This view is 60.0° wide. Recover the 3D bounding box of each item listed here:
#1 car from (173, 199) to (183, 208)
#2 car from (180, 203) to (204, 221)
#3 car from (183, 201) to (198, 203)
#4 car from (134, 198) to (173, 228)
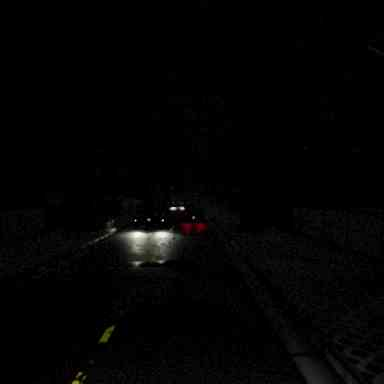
[{"bbox_3d":[-2.707,2.103,65.368,2.097,1.767,4.553,0,-1,0],"label":"car"},{"bbox_3d":[0.129,1.939,30.709,1.895,1.301,4.718,0,-1,0],"label":"car"},{"bbox_3d":[0.138,2.008,43.277,1.837,1.490,4.892,0,0,0],"label":"car"},{"bbox_3d":[-2.830,1.484,24.584,2.150,2.045,5.566,0,-1,0],"label":"car"}]
